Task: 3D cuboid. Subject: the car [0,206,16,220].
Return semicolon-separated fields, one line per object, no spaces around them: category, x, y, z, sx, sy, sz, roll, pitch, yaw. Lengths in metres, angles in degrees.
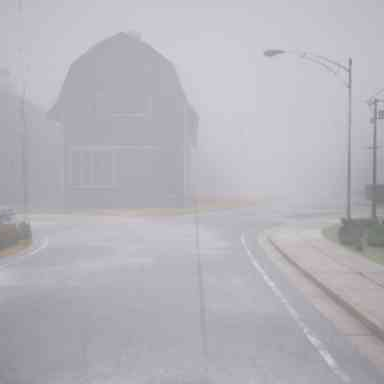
car;-12.517;1.090;18.848;4.674;1.442;1.812;0;1;3
